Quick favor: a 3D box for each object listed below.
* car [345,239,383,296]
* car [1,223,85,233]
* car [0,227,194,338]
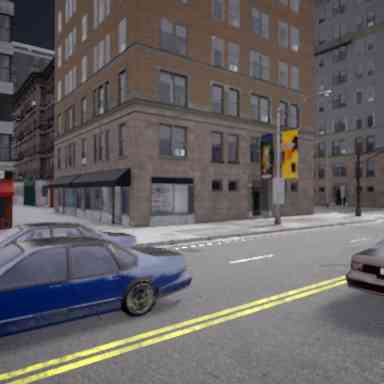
[{"bbox_3d":[5.682,1.552,7.721,5.357,1.411,2.033,0,0,-37],"label":"car"},{"bbox_3d":[-4.030,1.549,8.803,5.357,1.411,2.033,0,0,-37],"label":"car"},{"bbox_3d":[-2.515,1.549,5.875,5.357,1.411,2.033,0,0,-37],"label":"car"}]
